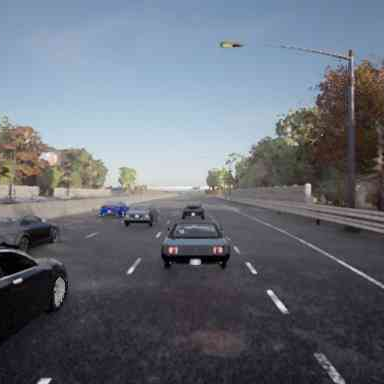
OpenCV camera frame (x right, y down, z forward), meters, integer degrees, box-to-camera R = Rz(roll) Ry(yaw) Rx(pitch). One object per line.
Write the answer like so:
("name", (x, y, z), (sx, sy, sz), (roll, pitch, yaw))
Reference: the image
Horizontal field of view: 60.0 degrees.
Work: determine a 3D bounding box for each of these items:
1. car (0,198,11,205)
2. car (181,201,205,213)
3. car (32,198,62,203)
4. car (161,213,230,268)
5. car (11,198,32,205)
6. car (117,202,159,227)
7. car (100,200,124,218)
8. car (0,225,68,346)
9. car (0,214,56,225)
("car", (-24.581, 1.538, 43.518), (1.837, 1.490, 4.892), (0, -1, 0))
("car", (0.097, 1.520, 28.834), (1.837, 1.490, 4.892), (0, 0, 0))
("car", (-17.588, 1.507, 41.682), (1.882, 1.535, 5.008), (0, 0, 0))
("car", (0.100, 1.603, 11.203), (1.895, 1.301, 4.718), (0, 0, 0))
("car", (-21.082, 1.525, 43.796), (2.128, 1.511, 4.902), (0, 0, 0))
("car", (-3.401, 1.557, 23.069), (2.033, 1.411, 5.357), (0, 0, 0))
("car", (-6.904, 1.494, 30.340), (1.882, 1.535, 5.008), (0, 0, 0))
("car", (-3.400, 1.504, 4.781), (1.837, 1.490, 4.892), (0, 0, 0))
("car", (-6.902, 1.567, 13.211), (1.994, 1.385, 4.181), (0, 0, 0))
